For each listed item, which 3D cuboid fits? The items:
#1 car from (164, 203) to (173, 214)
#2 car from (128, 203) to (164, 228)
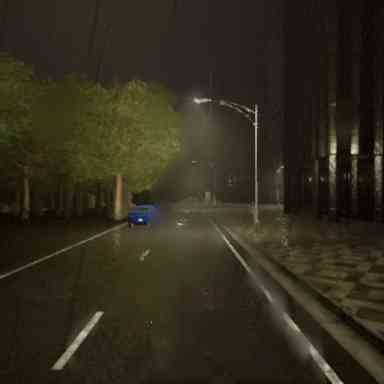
[{"bbox_3d":[-3.515,2.044,41.577,1.994,1.385,4.181,0,-1,0],"label":"car"},{"bbox_3d":[-3.466,1.753,24.766,1.882,1.535,5.008,0,-1,0],"label":"car"}]
